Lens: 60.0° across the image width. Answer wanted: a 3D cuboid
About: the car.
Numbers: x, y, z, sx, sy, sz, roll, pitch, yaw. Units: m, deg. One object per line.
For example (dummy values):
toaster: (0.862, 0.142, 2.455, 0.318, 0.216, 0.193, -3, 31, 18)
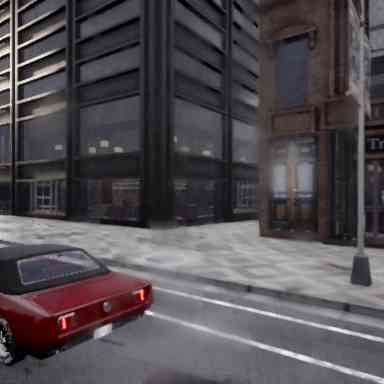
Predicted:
car: (-2.996, 1.575, 5.777, 4.718, 1.301, 1.895, 0, 0, 36)
